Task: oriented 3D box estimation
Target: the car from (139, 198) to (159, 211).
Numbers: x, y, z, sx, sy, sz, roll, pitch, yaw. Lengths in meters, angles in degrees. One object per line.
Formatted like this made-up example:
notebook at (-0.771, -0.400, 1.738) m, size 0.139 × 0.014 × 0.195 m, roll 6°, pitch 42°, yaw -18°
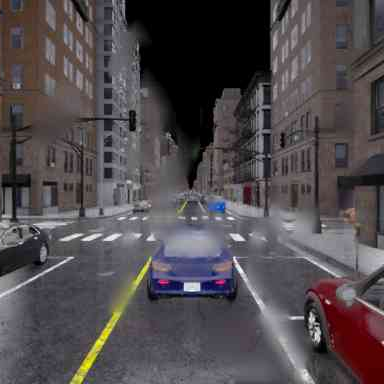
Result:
car at (-5.332, 1.540, 41.730) m, size 1.887 × 1.381 × 4.507 m, roll 0°, pitch 0°, yaw 0°

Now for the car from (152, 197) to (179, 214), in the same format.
car at (-2.801, 1.560, 35.940) m, size 1.994 × 1.385 × 4.181 m, roll 0°, pitch 0°, yaw 0°

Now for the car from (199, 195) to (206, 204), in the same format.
car at (2.717, 1.572, 58.771) m, size 1.802 × 1.307 × 4.206 m, roll 0°, pitch 0°, yaw 0°

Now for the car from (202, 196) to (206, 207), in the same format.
car at (2.701, 1.577, 47.408) m, size 1.802 × 1.307 × 4.206 m, roll 0°, pitch 0°, yaw 0°

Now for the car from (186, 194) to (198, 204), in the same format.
car at (0.140, 1.532, 65.797) m, size 2.033 × 1.411 × 5.357 m, roll 0°, pitch 0°, yaw 0°

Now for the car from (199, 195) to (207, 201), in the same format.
car at (2.756, 1.518, 87.177) m, size 2.008 × 1.369 × 4.403 m, roll 0°, pitch 0°, yaw 0°

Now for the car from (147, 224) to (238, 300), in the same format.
car at (0.016, 1.525, 8.241) m, size 1.812 × 1.442 × 4.674 m, roll 0°, pitch 0°, yaw 0°

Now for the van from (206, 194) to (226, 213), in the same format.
van at (2.685, 1.337, 36.046) m, size 1.690 × 1.788 × 3.998 m, roll 0°, pitch 0°, yaw 0°

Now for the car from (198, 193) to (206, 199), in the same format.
car at (2.725, 1.301, 64.453) m, size 2.192 × 1.841 × 5.009 m, roll 0°, pitch 0°, yaw 0°

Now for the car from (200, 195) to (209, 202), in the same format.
car at (2.740, 1.417, 75.815) m, size 1.967 × 1.590 × 4.097 m, roll 0°, pitch 0°, yaw 0°

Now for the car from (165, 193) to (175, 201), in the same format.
car at (-5.277, 1.287, 81.503) m, size 2.192 × 1.841 × 5.009 m, roll 0°, pitch 0°, yaw 0°

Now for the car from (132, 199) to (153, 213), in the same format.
car at (-5.340, 1.547, 36.048) m, size 2.008 × 1.369 × 4.403 m, roll 0°, pitch 0°, yaw 0°

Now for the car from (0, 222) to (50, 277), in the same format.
car at (-5.377, 1.550, 8.967) m, size 2.008 × 1.369 × 4.403 m, roll 0°, pitch 0°, yaw 0°

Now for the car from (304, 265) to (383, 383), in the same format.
car at (2.641, 1.440, 3.446) m, size 1.967 × 1.590 × 4.097 m, roll 0°, pitch 0°, yaw 0°

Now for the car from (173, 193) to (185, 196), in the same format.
car at (-2.705, 1.491, 64.922) m, size 1.837 × 1.490 × 4.892 m, roll 0°, pitch 0°, yaw 1°

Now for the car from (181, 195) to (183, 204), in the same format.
car at (-2.759, 1.556, 54.722) m, size 1.994 × 1.385 × 4.181 m, roll 0°, pitch 0°, yaw 1°

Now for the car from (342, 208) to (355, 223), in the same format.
car at (13.297, 1.439, 23.899) m, size 4.553 × 1.767 × 2.097 m, roll 0°, pitch 0°, yaw 1°

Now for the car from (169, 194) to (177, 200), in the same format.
car at (-5.261, 1.403, 92.867) m, size 1.967 × 1.590 × 4.097 m, roll 0°, pitch 0°, yaw 0°

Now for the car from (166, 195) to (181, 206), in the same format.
car at (-2.789, 1.500, 44.794) m, size 1.837 × 1.490 × 4.892 m, roll 0°, pitch 0°, yaw 0°
